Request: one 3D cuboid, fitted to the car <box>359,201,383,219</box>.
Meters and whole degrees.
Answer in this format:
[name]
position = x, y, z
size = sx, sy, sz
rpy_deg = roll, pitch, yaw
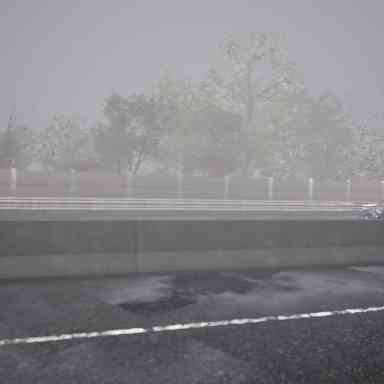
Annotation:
[car]
position = 15.525, 1.449, 26.046
size = 4.553, 1.767, 2.097
rpy_deg = 1, 1, -15
